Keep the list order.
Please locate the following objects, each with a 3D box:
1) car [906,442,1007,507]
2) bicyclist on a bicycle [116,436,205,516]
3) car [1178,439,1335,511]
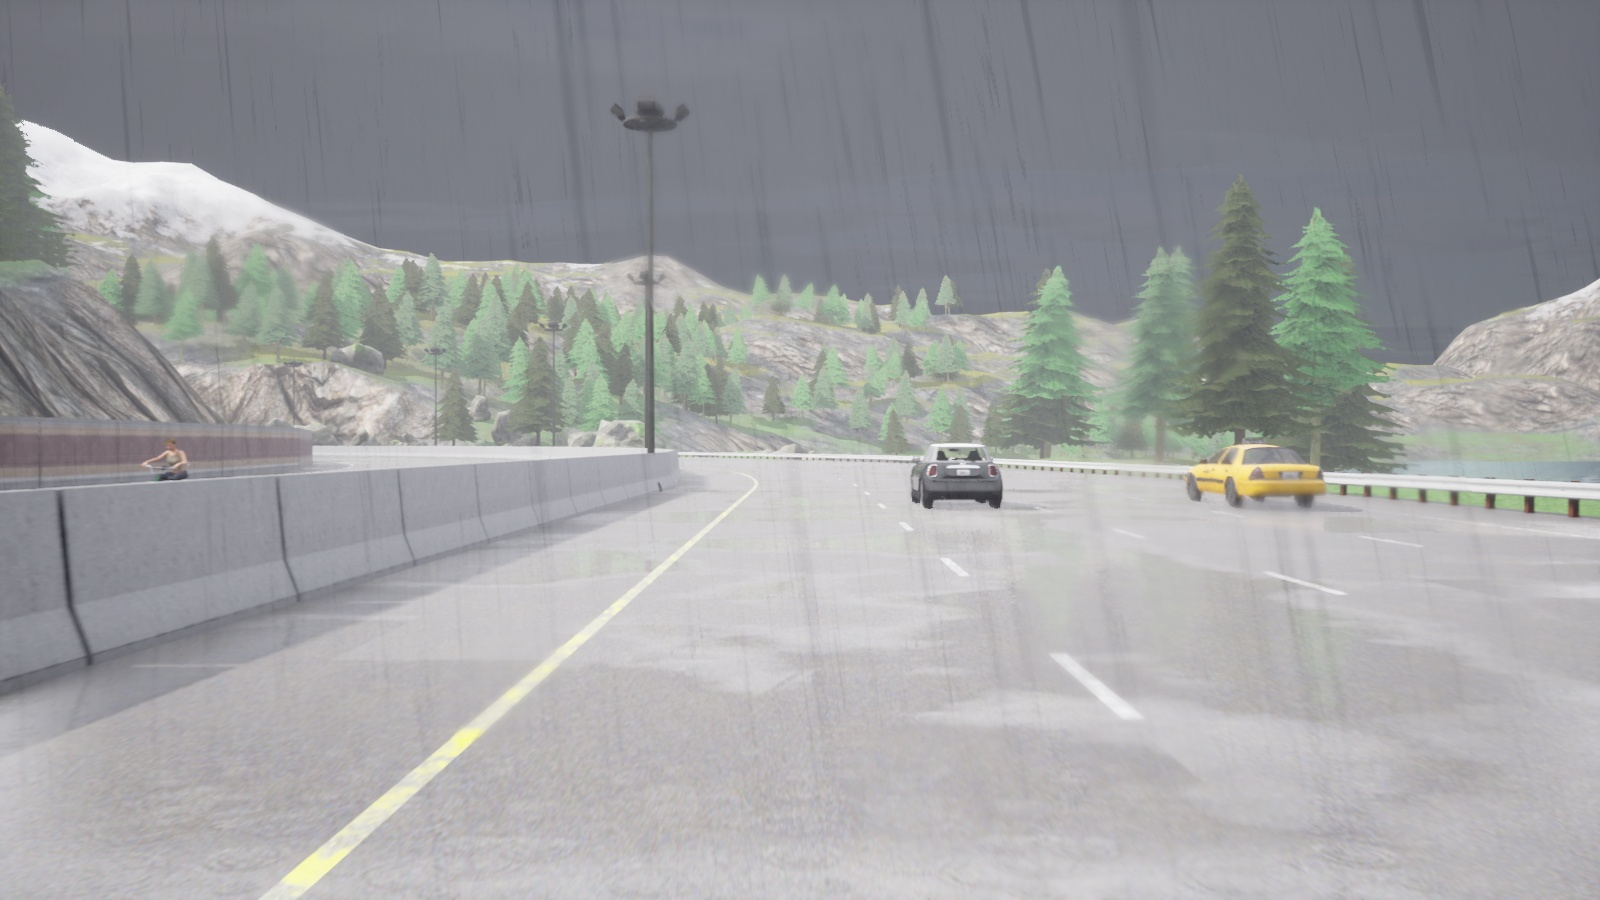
[{"bbox_3d":[3.690,0.544,30.258,1.970,1.475,3.806,0,0,0],"label":"car"},{"bbox_3d":[-13.386,0.524,26.335,0.866,1.612,1.509,2,1,11],"label":"bicyclist on a bicycle"},{"bbox_3d":[10.687,0.526,29.837,1.801,1.575,5.366,0,0,0],"label":"car"}]
